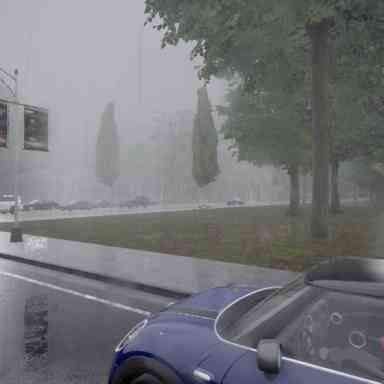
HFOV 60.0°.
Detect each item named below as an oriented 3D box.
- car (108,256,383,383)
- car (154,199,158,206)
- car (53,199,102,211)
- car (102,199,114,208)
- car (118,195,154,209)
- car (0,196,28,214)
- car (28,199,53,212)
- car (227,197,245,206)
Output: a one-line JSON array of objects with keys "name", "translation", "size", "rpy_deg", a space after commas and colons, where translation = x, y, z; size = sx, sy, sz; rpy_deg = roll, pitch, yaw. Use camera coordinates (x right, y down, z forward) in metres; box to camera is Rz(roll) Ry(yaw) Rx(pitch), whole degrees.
[{"name": "car", "translation": [1.416, 1.352, 2.679], "size": [4.553, 1.767, 2.097], "rpy_deg": [0, 0, 36]}, {"name": "car", "translation": [-8.131, 1.836, 59.636], "size": [2.128, 1.511, 4.902], "rpy_deg": [0, 0, 36]}, {"name": "car", "translation": [-15.102, 1.778, 44.062], "size": [2.033, 1.411, 5.357], "rpy_deg": [0, 0, 35]}, {"name": "car", "translation": [-14.077, 1.837, 51.192], "size": [1.994, 1.385, 4.181], "rpy_deg": [0, 0, 35]}, {"name": "car", "translation": [-9.113, 1.514, 52.615], "size": [2.150, 2.045, 5.566], "rpy_deg": [0, 0, 36]}, {"name": "car", "translation": [-21.065, 1.399, 35.546], "size": [2.150, 2.045, 5.566], "rpy_deg": [0, 0, 34]}, {"name": "car", "translation": [-19.759, 1.695, 43.073], "size": [1.882, 1.535, 5.008], "rpy_deg": [0, 0, 35]}, {"name": "car", "translation": [8.809, 1.818, 66.574], "size": [2.097, 1.767, 4.553], "rpy_deg": [0, -1, 35]}]
